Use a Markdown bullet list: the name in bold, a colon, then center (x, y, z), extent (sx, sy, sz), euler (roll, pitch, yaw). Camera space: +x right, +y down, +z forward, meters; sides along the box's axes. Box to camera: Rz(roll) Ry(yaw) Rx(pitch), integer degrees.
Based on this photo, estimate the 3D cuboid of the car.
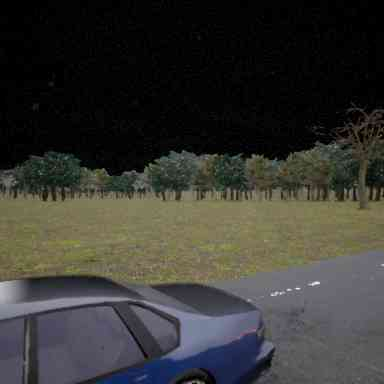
- **car**: center (-1.642, 1.547, 2.820), extent (5.357, 1.411, 2.033), euler (0, 0, -35)
